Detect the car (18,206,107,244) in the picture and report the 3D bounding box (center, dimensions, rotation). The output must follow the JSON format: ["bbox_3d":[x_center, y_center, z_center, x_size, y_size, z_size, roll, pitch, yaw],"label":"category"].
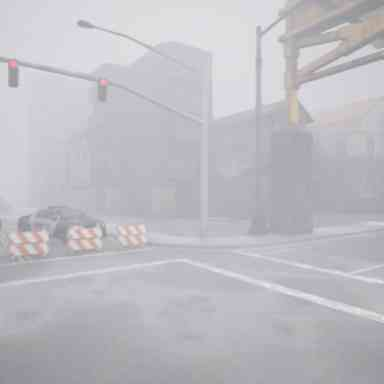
[{"bbox_3d":[-6.101,1.458,15.810,4.974,1.542,2.038,0,0,34],"label":"car"}]

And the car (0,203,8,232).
[{"bbox_3d":[-9.676,1.452,13.659,2.038,1.542,4.974,0,0,-11],"label":"car"}]

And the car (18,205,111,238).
[{"bbox_3d":[-6.144,1.300,15.840,4.536,1.218,1.853,0,0,34],"label":"car"}]

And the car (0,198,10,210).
[{"bbox_3d":[-21.788,1.299,37.356,1.853,1.218,4.536,0,0,-36],"label":"car"}]

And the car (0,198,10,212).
[{"bbox_3d":[-21.758,1.456,37.313,2.038,1.542,4.974,0,0,-36],"label":"car"}]
